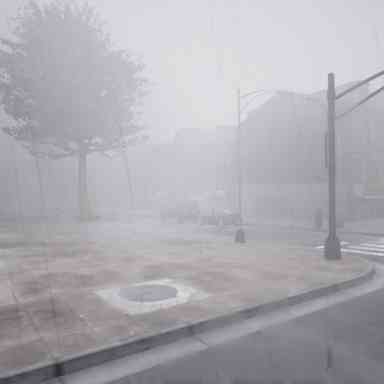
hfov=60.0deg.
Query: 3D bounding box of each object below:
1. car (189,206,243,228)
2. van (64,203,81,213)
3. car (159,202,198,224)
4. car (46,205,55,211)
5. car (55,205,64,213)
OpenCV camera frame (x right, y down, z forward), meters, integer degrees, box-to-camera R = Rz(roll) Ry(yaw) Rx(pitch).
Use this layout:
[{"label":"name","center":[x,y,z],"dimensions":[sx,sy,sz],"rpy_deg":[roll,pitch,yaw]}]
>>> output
[{"label":"car","center":[2.046,1.996,25.986],"dimensions":[2.008,1.369,4.403],"rpy_deg":[-3,0,-35]},{"label":"van","center":[-20.345,2.750,57.599],"dimensions":[1.690,1.788,3.998],"rpy_deg":[-3,0,-35]},{"label":"car","center":[-1.163,1.896,30.501],"dimensions":[2.192,1.841,5.009],"rpy_deg":[-3,0,-35]},{"label":"car","center":[-29.925,3.416,71.148],"dimensions":[1.802,1.307,4.206],"rpy_deg":[-3,0,-35]},{"label":"car","center":[-23.631,3.079,62.254],"dimensions":[1.752,1.417,4.829],"rpy_deg":[-3,0,-35]}]
